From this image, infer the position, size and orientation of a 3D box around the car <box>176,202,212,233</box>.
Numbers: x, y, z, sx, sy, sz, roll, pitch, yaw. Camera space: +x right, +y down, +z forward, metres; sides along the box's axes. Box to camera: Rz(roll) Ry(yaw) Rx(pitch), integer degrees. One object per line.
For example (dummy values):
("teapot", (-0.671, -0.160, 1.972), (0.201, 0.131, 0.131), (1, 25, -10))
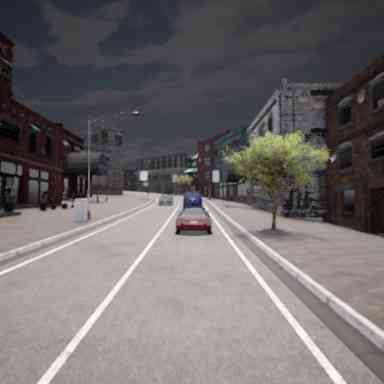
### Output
("car", (0.094, 1.501, 19.256), (1.994, 1.385, 4.181), (0, 0, 0))

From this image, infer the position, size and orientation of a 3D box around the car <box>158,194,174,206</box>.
("car", (-3.527, 1.059, 45.653), (1.837, 1.490, 4.892), (0, 1, 0))

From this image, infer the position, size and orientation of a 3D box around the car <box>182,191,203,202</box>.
("car", (0.085, 0.917, 37.930), (2.150, 2.045, 5.566), (0, 1, 0))
